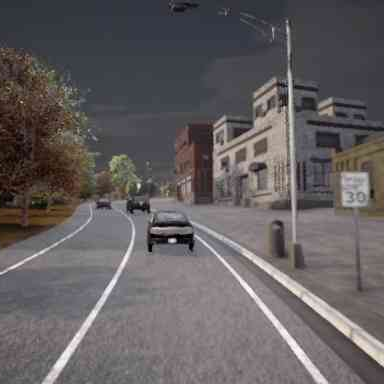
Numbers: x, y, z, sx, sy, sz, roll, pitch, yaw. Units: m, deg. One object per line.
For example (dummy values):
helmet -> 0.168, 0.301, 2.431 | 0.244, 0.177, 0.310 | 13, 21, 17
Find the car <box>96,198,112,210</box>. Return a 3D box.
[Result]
car -> -11.459, 1.534, 43.144 | 2.033, 1.411, 5.357 | 1, 0, -18

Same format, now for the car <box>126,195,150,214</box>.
car -> -6.065, 1.317, 37.326 | 2.150, 2.045, 5.566 | 1, 0, -17

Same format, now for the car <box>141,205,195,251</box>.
car -> -1.013, 1.548, 14.405 | 2.128, 1.511, 4.902 | 1, 0, -7
